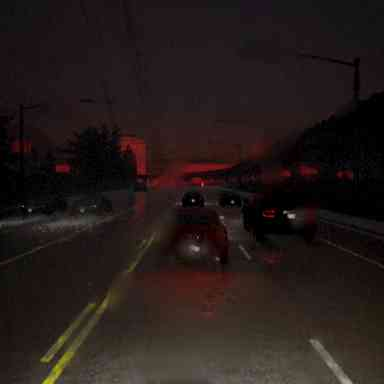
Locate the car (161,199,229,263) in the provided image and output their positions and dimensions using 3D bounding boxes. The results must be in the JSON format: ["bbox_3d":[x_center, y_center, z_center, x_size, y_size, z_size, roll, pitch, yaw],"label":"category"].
[{"bbox_3d":[0.084,1.237,11.028,1.882,1.535,5.008,0,2,0],"label":"car"}]

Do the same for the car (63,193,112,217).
[{"bbox_3d":[-7.098,0.858,23.947,2.128,1.511,4.902,0,2,0],"label":"car"}]

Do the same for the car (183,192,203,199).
[{"bbox_3d":[0.097,0.672,31.326,1.994,1.385,4.181,0,2,0],"label":"car"}]

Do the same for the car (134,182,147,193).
[{"bbox_3d":[-10.493,-0.970,68.202,2.150,2.045,5.566,0,2,0],"label":"car"}]

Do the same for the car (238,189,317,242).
[{"bbox_3d":[3.595,0.885,14.624,2.150,2.045,5.566,0,2,0],"label":"car"}]

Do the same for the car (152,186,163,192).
[{"bbox_3d":[-6.993,-0.642,68.242,1.994,1.385,4.181,0,2,0],"label":"car"}]

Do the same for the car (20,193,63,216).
[{"bbox_3d":[-10.598,0.849,24.190,2.128,1.511,4.902,0,2,0],"label":"car"}]

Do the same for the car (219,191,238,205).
[{"bbox_3d":[3.598,0.618,31.744,1.812,1.442,4.674,0,2,0],"label":"car"}]
